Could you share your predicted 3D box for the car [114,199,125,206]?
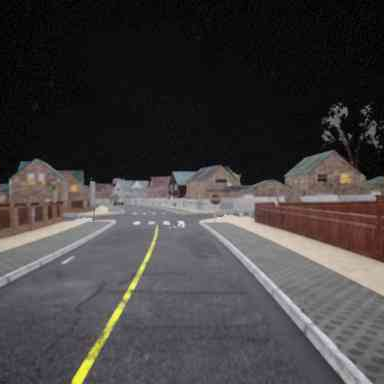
[{"bbox_3d":[-16.521,2.409,75.780,1.882,1.535,5.008,0,-1,-21],"label":"car"}]
